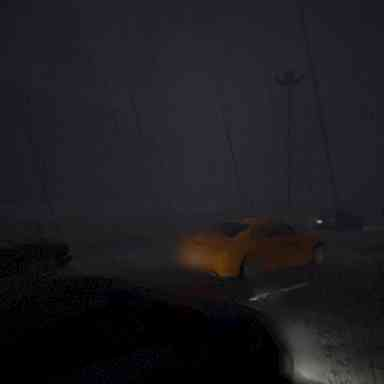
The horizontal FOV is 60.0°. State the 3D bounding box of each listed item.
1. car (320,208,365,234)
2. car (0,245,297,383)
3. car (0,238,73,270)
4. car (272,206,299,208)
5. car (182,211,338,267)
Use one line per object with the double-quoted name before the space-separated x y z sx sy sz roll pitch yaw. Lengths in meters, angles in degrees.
"car" 8.599 1.633 19.833 4.181 1.385 1.994 0 0 -41
"car" -0.899 1.573 3.230 4.181 1.385 1.994 0 0 -36
"car" -5.593 1.620 8.431 4.718 1.301 1.895 0 0 -36
"car" 9.975 1.683 35.836 1.994 1.385 4.181 0 0 45
"car" 2.020 1.510 9.812 5.008 1.535 1.882 0 0 -38
